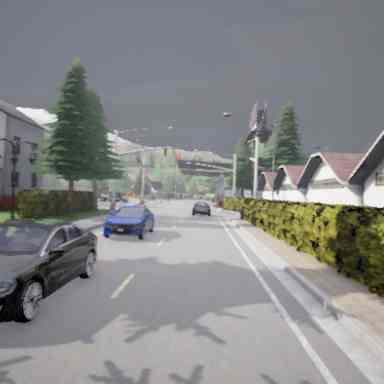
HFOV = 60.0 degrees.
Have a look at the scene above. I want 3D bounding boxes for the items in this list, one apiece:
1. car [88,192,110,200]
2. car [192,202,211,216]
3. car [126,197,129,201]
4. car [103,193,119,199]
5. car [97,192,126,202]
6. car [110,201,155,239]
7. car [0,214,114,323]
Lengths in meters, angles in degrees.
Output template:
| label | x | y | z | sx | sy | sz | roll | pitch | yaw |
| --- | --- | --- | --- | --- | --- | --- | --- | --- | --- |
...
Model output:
| label | x | y | z | sx | sy | sz | roll | pitch | yaw |
| --- | --- | --- | --- | --- | --- | --- | --- | --- | --- |
| car | -21.671 | 0.942 | 77.598 | 4.514 | 1.523 | 2.007 | 2 | 0 | 1 |
| car | 1.054 | 1.816 | 36.471 | 1.994 | 1.385 | 4.181 | 3 | 0 | 2 |
| car | -14.234 | 1.232 | 64.982 | 3.806 | 1.475 | 1.970 | 2 | 0 | 1 |
| car | -21.374 | 1.051 | 87.586 | 3.633 | 1.501 | 1.845 | 2 | 0 | 1 |
| car | -14.917 | 0.893 | 61.677 | 3.866 | 1.878 | 1.905 | 2 | 0 | 1 |
| car | -3.142 | 1.473 | 17.534 | 1.882 | 1.535 | 5.008 | 2 | 0 | 2 |
| car | -3.486 | 1.394 | 7.083 | 2.128 | 1.511 | 4.902 | 2 | 0 | 2 |
